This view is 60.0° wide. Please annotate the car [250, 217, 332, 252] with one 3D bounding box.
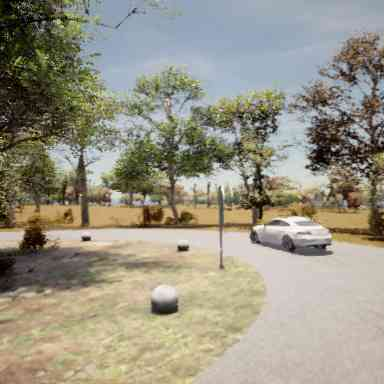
[{"bbox_3d":[4.495,1.886,15.675,1.812,1.442,4.674,0,-2,-19],"label":"car"}]
